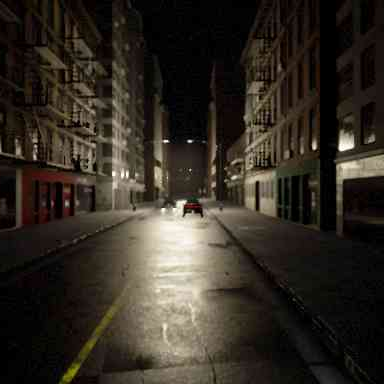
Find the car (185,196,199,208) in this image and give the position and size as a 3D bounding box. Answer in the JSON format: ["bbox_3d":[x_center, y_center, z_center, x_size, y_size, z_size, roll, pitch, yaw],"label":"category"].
[{"bbox_3d":[-0.003,1.441,49.026,1.882,1.535,5.008,0,0,0],"label":"car"}]

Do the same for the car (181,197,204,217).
[{"bbox_3d":[0.080,1.485,31.665,1.837,1.490,4.892,0,0,0],"label":"car"}]

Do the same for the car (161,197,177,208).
[{"bbox_3d":[-3.100,1.469,46.240,1.837,1.490,4.892,0,1,0],"label":"car"}]
